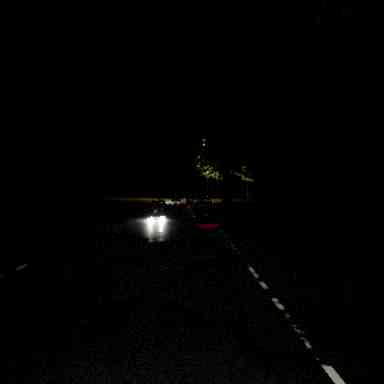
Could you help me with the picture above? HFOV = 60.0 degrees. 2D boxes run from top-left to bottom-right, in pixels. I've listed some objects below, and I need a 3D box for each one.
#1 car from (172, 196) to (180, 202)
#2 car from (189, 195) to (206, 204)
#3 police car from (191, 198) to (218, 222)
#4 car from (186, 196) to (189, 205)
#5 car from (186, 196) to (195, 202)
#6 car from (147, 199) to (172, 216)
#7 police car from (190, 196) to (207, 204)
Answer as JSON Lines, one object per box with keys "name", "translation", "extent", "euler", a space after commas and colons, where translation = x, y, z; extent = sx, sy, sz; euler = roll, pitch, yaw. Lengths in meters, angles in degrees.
{"name": "car", "translation": [-3.755, 1.534, 76.410], "extent": [2.033, 1.411, 5.357], "euler": [0, 0, -1]}
{"name": "car", "translation": [1.055, 1.398, 43.947], "extent": [2.150, 2.045, 5.566], "euler": [0, 0, 0]}
{"name": "police car", "translation": [1.087, 1.566, 28.018], "extent": [1.930, 1.638, 5.238], "euler": [0, 0, 0]}
{"name": "car", "translation": [-0.107, 1.663, 62.037], "extent": [2.128, 1.511, 4.902], "euler": [0, 0, -1]}
{"name": "car", "translation": [-0.284, 1.586, 79.026], "extent": [2.033, 1.411, 5.357], "euler": [0, 0, -1]}
{"name": "car", "translation": [-3.567, 1.651, 34.962], "extent": [2.128, 1.511, 4.902], "euler": [0, 0, 0]}
{"name": "police car", "translation": [1.074, 1.591, 38.024], "extent": [1.930, 1.638, 5.238], "euler": [0, 0, 0]}
